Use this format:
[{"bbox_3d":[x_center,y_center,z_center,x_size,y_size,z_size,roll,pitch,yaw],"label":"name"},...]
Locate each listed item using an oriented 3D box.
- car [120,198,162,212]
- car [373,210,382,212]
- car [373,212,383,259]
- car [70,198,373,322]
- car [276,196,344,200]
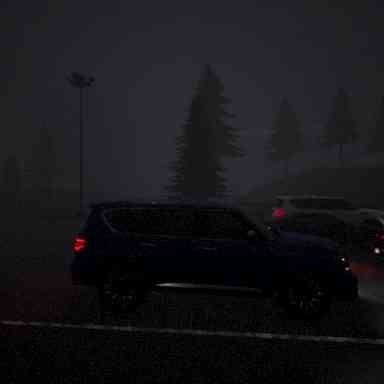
[{"bbox_3d":[-6.085,1.474,40.320,2.128,1.511,4.902,0,0,40],"label":"car"},{"bbox_3d":[5.107,1.514,13.413,4.674,1.442,1.812,0,0,7],"label":"car"},{"bbox_3d":[7.867,1.492,9.542,4.892,1.490,1.837,0,0,7],"label":"car"},{"bbox_3d":[0.334,1.211,6.957,5.566,2.045,2.150,1,0,7],"label":"car"},{"bbox_3d":[6.776,1.206,16.731,5.566,2.045,2.150,0,0,7],"label":"car"}]
